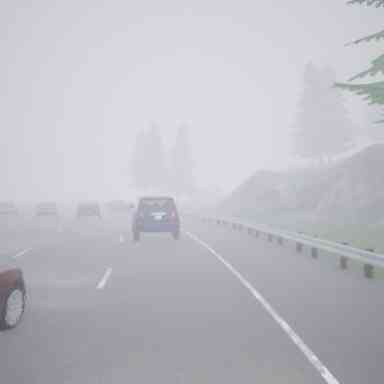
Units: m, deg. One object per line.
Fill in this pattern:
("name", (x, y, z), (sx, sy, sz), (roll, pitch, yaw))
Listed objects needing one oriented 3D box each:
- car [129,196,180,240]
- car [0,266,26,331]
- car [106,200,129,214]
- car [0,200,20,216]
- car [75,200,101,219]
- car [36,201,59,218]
("car", (-1.985, 1.206, 17.211), (2.150, 2.045, 5.566), (0, 0, -11))
("car", (-3.760, 1.489, 3.814), (1.882, 1.535, 5.008), (0, 0, -2))
("car", (-7.936, 1.534, 35.708), (2.033, 1.411, 5.357), (0, 0, -24))
("car", (-18.368, 1.514, 33.166), (1.882, 1.535, 5.008), (0, 0, -25))
("car", (-9.297, 1.479, 29.661), (1.882, 1.535, 5.008), (0, 0, -21))
("car", (-13.248, 1.565, 30.423), (2.033, 1.411, 5.357), (0, 0, -23))
